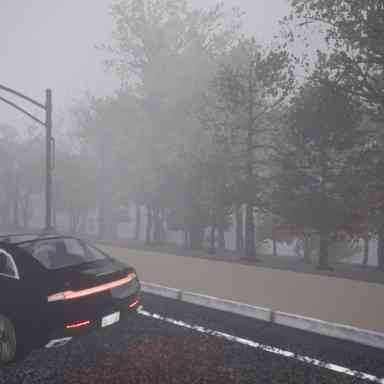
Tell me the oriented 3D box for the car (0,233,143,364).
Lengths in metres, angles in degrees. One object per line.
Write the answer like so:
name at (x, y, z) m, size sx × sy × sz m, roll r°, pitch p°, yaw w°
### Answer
car at (-3.061, 1.491, 5.868) m, size 4.902 × 1.511 × 2.128 m, roll 0°, pitch 0°, yaw 36°
